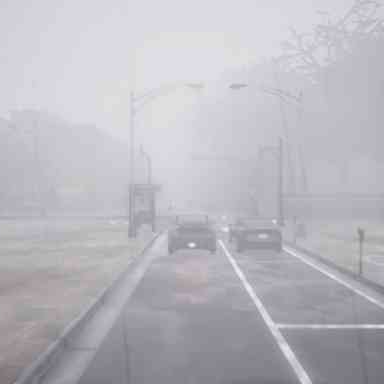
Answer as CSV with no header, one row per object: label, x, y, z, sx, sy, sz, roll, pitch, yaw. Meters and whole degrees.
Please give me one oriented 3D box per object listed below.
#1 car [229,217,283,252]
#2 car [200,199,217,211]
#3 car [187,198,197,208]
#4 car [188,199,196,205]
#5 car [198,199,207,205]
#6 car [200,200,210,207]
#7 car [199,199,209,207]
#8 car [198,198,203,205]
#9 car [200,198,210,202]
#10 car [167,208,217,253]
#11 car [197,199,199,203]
car,2.628,1.711,14.387,1.947,1.339,4.313,-1,-1,0
car,2.627,2.088,46.899,2.008,1.369,4.403,-1,-1,0
car,0.003,2.167,66.245,2.097,1.767,4.553,0,-1,0
car,0.002,2.438,81.876,2.033,1.411,5.357,0,-1,0
car,2.622,2.559,85.049,1.967,1.590,4.097,-1,-1,0
car,2.625,2.383,68.868,1.752,1.417,4.829,-1,-1,0
car,2.623,2.381,74.150,1.967,1.590,4.097,-1,-1,0
car,2.626,2.240,57.799,2.008,1.369,4.403,-1,-1,0
car,2.626,2.139,52.518,1.752,1.417,4.829,-1,-1,0
car,-0.002,1.653,14.308,1.837,1.490,4.892,0,0,0
car,2.621,2.087,63.251,2.192,1.841,5.009,-1,-1,0
